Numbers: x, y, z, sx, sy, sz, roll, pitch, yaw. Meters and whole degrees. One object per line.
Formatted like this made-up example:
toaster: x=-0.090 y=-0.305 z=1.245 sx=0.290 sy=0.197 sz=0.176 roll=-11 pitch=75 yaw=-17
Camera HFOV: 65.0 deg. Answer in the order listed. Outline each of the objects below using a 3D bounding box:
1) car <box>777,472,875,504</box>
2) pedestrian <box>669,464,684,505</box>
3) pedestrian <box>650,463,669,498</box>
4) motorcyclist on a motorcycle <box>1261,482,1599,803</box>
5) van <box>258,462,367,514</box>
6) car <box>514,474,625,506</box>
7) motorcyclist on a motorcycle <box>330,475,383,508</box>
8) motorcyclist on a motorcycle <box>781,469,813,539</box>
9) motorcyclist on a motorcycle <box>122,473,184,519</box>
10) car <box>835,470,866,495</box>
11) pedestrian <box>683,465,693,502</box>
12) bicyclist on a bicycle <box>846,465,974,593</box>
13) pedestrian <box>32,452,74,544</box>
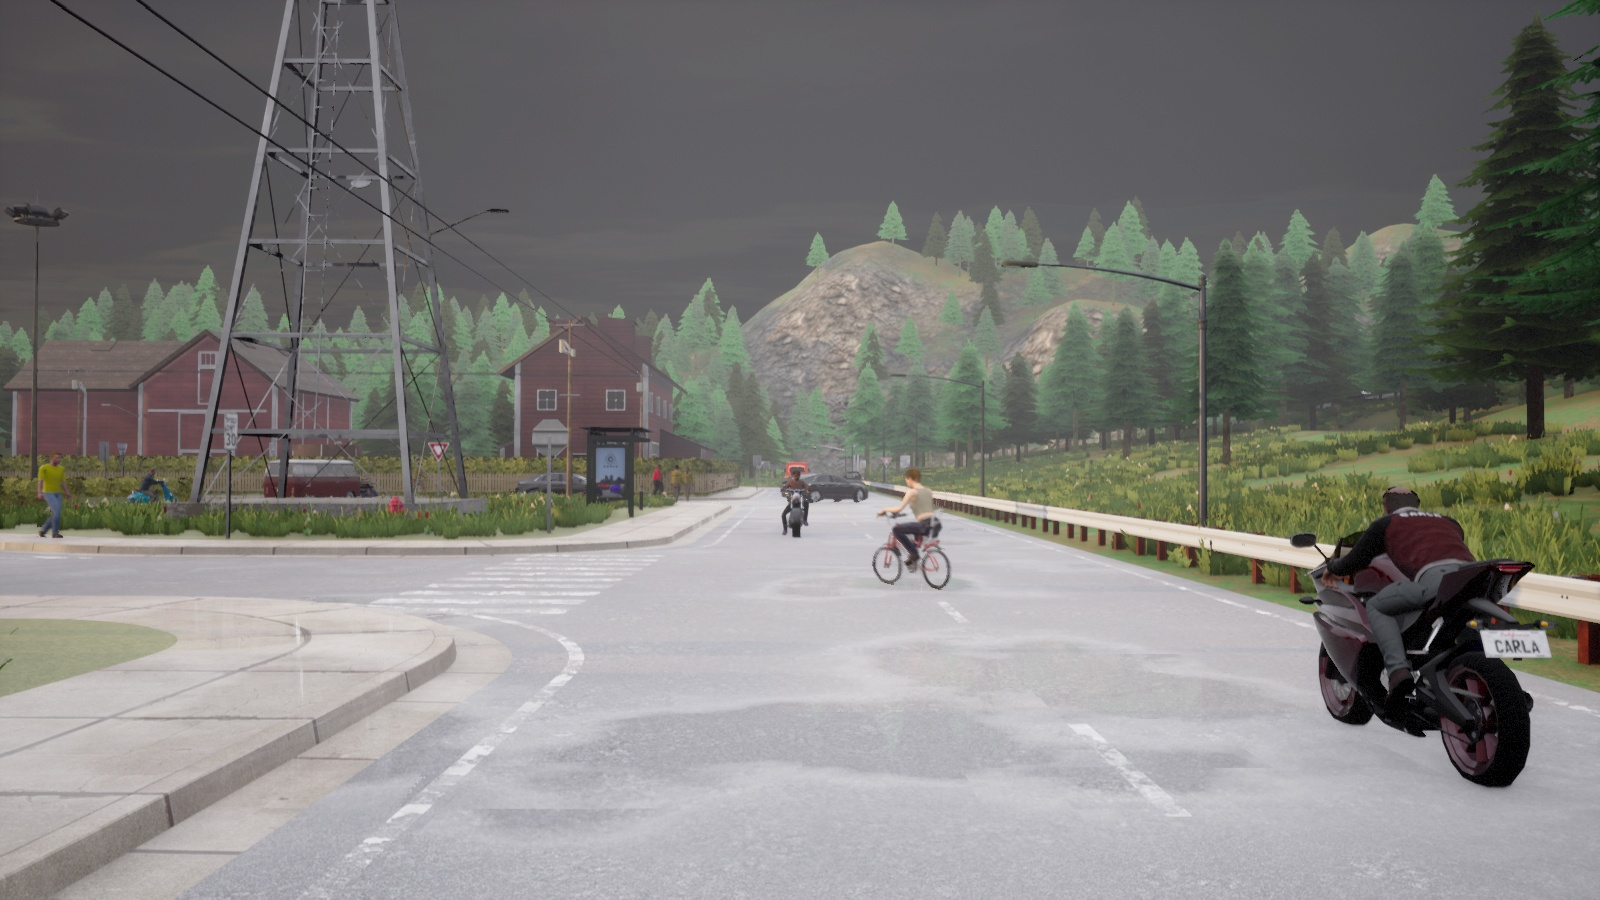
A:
car: x=1.316 y=1.883 z=62.589 sx=4.892 sy=1.490 sz=1.837 roll=1 pitch=-1 yaw=-40
pedestrian: x=-5.595 y=1.577 z=56.955 sx=0.431 sy=1.840 sz=0.709 roll=-1 pitch=-1 yaw=20
pedestrian: x=-7.469 y=1.641 z=66.821 sx=0.899 sy=1.844 sz=0.634 roll=0 pitch=-1 yaw=8
motorcyclist on a motorcycle: x=3.483 y=0.959 z=7.182 sx=0.866 sy=1.530 sz=2.191 roll=0 pitch=-1 yaw=0
van: x=-19.596 y=1.512 z=50.715 sx=1.775 sy=1.987 sz=4.442 roll=-1 pitch=-1 yaw=16
car: x=-10.882 y=1.879 z=59.472 sx=4.892 sy=1.490 sz=1.837 roll=0 pitch=-1 yaw=0
motorcyclist on a motorcycle: x=-20.951 y=1.948 z=59.394 sx=2.191 sy=1.530 sz=0.866 roll=0 pitch=-1 yaw=0
motorcyclist on a motorcycle: x=-0.075 y=1.289 z=30.673 sx=0.766 sy=1.649 sz=2.350 roll=0 pitch=-1 yaw=0
motorcyclist on a motorcycle: x=-23.023 y=1.623 z=44.696 sx=1.817 sy=1.590 sz=0.866 roll=0 pitch=-1 yaw=-36
car: x=3.301 y=2.099 z=81.999 sx=1.851 sy=1.617 sz=3.988 roll=0 pitch=-1 yaw=0
pedestrian: x=-5.646 y=1.702 z=63.227 sx=0.431 sy=1.840 sz=0.709 roll=0 pitch=-1 yaw=1
bicyclist on a bicycle: x=1.473 y=1.036 z=16.998 sx=0.866 sy=1.612 sz=1.509 roll=-2 pitch=0 yaw=-39
pedestrian: x=-15.130 y=0.965 z=25.424 sx=0.706 sy=1.836 sz=0.354 roll=-1 pitch=-1 yaw=20
